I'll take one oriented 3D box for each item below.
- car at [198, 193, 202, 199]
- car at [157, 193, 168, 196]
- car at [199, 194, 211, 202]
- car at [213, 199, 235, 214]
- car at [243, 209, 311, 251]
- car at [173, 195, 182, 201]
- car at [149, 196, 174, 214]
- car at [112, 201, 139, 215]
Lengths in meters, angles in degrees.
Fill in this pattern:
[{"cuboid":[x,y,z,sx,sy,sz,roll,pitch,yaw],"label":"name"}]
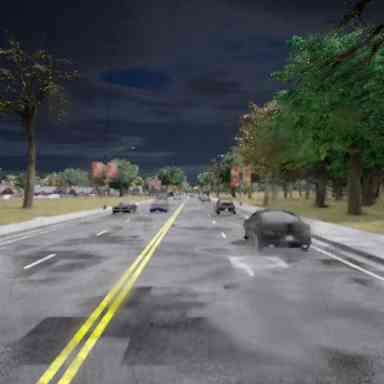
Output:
[{"cuboid":[3.228,1.515,85.489,1.801,1.575,5.366,0,0,0],"label":"car"},{"cuboid":[-6.519,1.178,74.853,2.150,2.045,5.566,0,0,0],"label":"car"},{"cuboid":[3.231,1.569,74.298,2.033,1.411,5.357,0,0,0],"label":"car"},{"cuboid":[3.342,1.460,34.499,1.837,1.490,4.892,0,0,0],"label":"car"},{"cuboid":[3.347,1.445,13.905,1.882,1.535,5.008,0,0,0],"label":"car"},{"cuboid":[-3.269,1.358,76.684,1.882,1.535,5.008,0,0,0],"label":"car"},{"cuboid":[-3.355,1.503,35.402,2.033,1.411,5.357,0,0,0],"label":"car"},{"cuboid":[-6.605,1.556,33.129,1.895,1.301,4.718,0,0,0],"label":"car"}]
